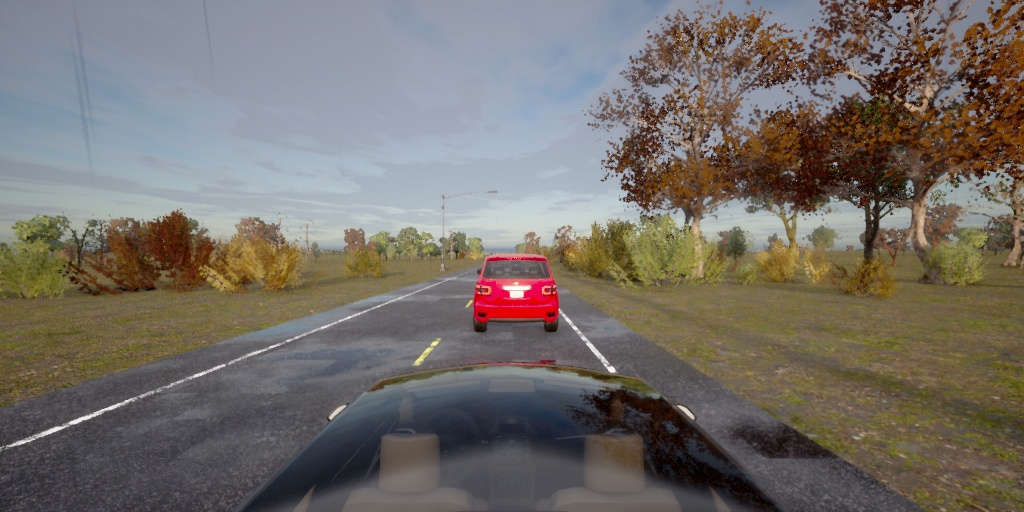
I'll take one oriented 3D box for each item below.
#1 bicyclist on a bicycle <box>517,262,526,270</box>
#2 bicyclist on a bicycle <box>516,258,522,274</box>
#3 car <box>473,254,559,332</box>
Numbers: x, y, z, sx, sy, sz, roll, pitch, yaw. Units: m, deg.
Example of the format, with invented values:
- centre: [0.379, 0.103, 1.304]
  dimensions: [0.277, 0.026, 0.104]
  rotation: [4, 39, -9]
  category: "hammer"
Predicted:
- centre: [0.874, 1.102, 30.104]
  dimensions: [0.659, 1.776, 1.843]
  rotation: [0, 0, 0]
  category: "bicyclist on a bicycle"
- centre: [0.803, 1.096, 40.117]
  dimensions: [0.659, 1.776, 1.843]
  rotation: [0, 0, 0]
  category: "bicyclist on a bicycle"
- centre: [0.083, 0.966, 10.925]
  dimensions: [2.150, 2.045, 5.566]
  rotation: [0, 0, -1]
  category: "car"
